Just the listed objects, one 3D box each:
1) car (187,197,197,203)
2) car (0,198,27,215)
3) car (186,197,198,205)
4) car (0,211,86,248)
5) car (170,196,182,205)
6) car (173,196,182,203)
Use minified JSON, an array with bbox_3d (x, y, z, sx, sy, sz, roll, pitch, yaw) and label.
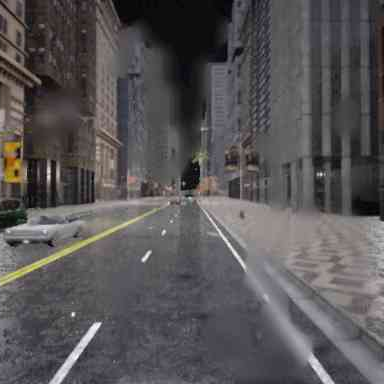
[{"bbox_3d":[-0.002,1.749,74.134,1.994,1.385,4.181,0,0,0],"label":"car"},{"bbox_3d":[-9.803,1.297,15.553,2.150,2.045,5.566,0,-1,0],"label":"car"},{"bbox_3d":[-0.002,1.760,63.705,2.128,1.511,4.902,0,0,0],"label":"car"},{"bbox_3d":[-6.556,1.673,15.360,1.895,1.301,4.718,0,0,0],"label":"car"},{"bbox_3d":[-3.252,1.867,64.151,1.895,1.301,4.718,0,0,0],"label":"car"},{"bbox_3d":[-3.252,1.720,74.134,1.812,1.442,4.674,0,0,0],"label":"car"}]
